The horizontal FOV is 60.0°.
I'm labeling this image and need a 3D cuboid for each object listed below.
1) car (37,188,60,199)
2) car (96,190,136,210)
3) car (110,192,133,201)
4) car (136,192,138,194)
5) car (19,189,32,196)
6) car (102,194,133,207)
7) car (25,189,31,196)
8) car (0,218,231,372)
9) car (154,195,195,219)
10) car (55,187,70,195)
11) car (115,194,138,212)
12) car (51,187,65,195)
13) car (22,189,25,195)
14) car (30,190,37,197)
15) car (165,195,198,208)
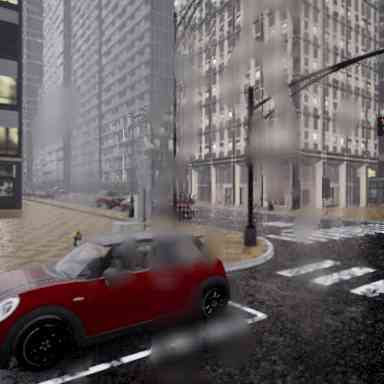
[{"bbox_3d":[-24.279,0.449,56.141,1.887,1.381,4.507,1,0,-36],"label":"car"},{"bbox_3d":[-8.035,0.757,33.488,2.192,1.841,5.009,1,0,-36],"label":"car"},{"bbox_3d":[-11.014,0.690,52.019,1.947,1.339,4.313,1,0,-36],"label":"car"},{"bbox_3d":[-7.863,0.753,47.625,1.752,1.417,4.829,1,0,-36],"label":"car"},{"bbox_3d":[-37.270,0.042,74.262,1.947,1.339,4.313,1,0,-36],"label":"car"},{"bbox_3d":[-8.790,0.950,38.966,1.895,1.301,4.718,0,1,-36],"label":"car"},{"bbox_3d":[-30.774,0.235,65.202,1.887,1.381,4.507,1,0,-36],"label":"car"},{"bbox_3d":[-1.353,1.445,5.596,4.097,1.590,1.967,0,0,-36],"label":"car"},{"bbox_3d":[-1.543,1.097,24.428,1.967,1.590,4.097,1,0,-36],"label":"car"},{"bbox_3d":[-30.506,0.025,79.211,1.887,1.381,4.507,1,0,-36],"label":"car"},{"bbox_3d":[-4.795,1.131,28.959,1.802,1.307,4.206,1,0,-36],"label":"car"},{"bbox_3d":[-33.748,-0.312,83.743,2.192,1.841,5.009,1,0,-36],"label":"car"},{"bbox_3d":[-34.022,0.134,69.732,2.008,1.369,4.403,1,0,-36],"label":"car"},{"bbox_3d":[-27.526,0.348,60.671,2.008,1.369,4.403,1,0,-36],"label":"car"},{"bbox_3d":[-1.268,1.028,38.422,1.802,1.307,4.206,1,0,-36],"label":"car"}]
